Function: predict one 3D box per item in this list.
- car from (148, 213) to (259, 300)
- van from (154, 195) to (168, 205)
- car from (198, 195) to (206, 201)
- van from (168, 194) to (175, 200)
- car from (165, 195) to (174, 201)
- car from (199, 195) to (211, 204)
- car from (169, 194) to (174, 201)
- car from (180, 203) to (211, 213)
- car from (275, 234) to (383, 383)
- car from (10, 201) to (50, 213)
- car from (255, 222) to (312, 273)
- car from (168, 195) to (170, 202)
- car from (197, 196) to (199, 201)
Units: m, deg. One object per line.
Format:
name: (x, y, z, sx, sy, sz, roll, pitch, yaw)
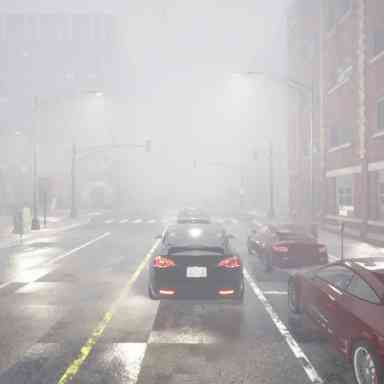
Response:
car: (0.083, 1.506, 8.414, 2.163, 1.488, 4.792, 0, 0, 0)
van: (-5.797, 1.359, 59.648, 1.690, 1.788, 3.998, 1, 0, 0)
car: (2.522, 1.597, 87.887, 1.947, 1.339, 4.313, 1, 0, 0)
van: (-5.866, 1.375, 93.561, 1.690, 1.788, 3.998, 1, 0, 0)
car: (-5.858, 1.582, 87.909, 2.008, 1.369, 4.403, 1, 0, 0)
car: (2.580, 1.544, 59.796, 1.752, 1.417, 4.829, 1, 0, 0)
car: (-5.835, 1.607, 76.604, 1.802, 1.307, 4.206, 1, 0, 0)
car: (0.065, 1.552, 17.686, 2.033, 1.411, 5.357, 0, 0, -1)
car: (2.658, 1.583, 4.716, 1.802, 1.307, 4.206, 1, 0, 0)
car: (-18.790, 1.730, 38.711, 4.313, 1.339, 1.947, 0, -1, 0)
car: (2.816, 1.585, 10.372, 1.802, 1.307, 4.206, 1, 0, 0)
car: (-5.812, 1.602, 65.300, 1.802, 1.307, 4.206, 1, 0, 0)
car: (2.534, 1.573, 82.236, 1.887, 1.381, 4.507, 1, 0, 0)
